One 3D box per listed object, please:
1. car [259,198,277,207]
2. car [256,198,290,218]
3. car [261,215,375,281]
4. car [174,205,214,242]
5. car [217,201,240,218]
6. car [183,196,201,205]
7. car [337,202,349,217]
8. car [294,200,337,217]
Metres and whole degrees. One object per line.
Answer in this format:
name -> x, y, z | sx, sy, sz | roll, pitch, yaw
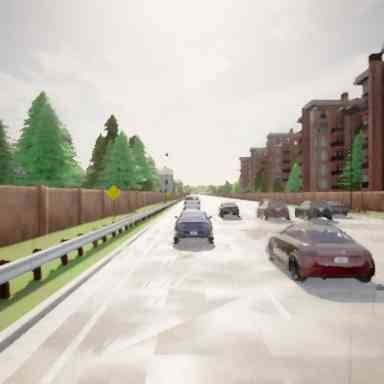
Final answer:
car -> 13.867, 1.880, 61.214 | 2.033, 1.411, 5.357 | 0, 0, 0
car -> 7.039, 1.511, 29.345 | 2.097, 1.767, 4.553 | 0, 0, 0
car -> 3.583, 1.618, 10.002 | 1.994, 1.385, 4.181 | 0, 0, 0
car -> 0.071, 1.619, 16.684 | 1.812, 1.442, 4.674 | 0, 0, 0
car -> 3.532, 1.687, 32.575 | 1.837, 1.490, 4.892 | 0, 0, 0
car -> 0.005, 1.460, 42.236 | 2.150, 2.045, 5.566 | 0, 0, 0
car -> 13.986, 1.671, 33.568 | 2.128, 1.511, 4.902 | 0, 0, 0
car -> 10.538, 1.508, 29.264 | 2.097, 1.767, 4.553 | 0, 0, 0
